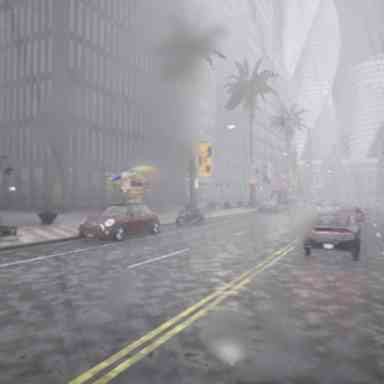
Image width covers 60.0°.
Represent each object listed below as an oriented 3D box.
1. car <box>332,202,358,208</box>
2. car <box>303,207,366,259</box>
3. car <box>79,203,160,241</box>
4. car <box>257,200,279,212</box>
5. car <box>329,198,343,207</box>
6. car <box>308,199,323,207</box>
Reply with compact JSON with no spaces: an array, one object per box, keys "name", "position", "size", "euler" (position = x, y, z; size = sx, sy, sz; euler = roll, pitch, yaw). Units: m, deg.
[{"name":"car","position":[12.581,1.799,26.447],"size":[1.994,1.385,4.181],"euler":[0,0,28]},{"name":"car","position":[5.696,1.605,13.222],"size":[2.128,1.511,4.902],"euler":[0,0,28]},{"name":"car","position":[-3.610,1.411,17.259],"size":[2.185,1.767,4.553],"euler":[0,0,28]},{"name":"car","position":[9.965,1.780,43.307],"size":[2.231,1.521,4.892],"euler":[0,0,28]},{"name":"car","position":[26.011,1.865,59.881],"size":[2.097,1.767,4.553],"euler":[0,0,28]},{"name":"car","position":[22.962,2.022,61.594],"size":[1.812,1.442,4.674],"euler":[0,0,28]}]
